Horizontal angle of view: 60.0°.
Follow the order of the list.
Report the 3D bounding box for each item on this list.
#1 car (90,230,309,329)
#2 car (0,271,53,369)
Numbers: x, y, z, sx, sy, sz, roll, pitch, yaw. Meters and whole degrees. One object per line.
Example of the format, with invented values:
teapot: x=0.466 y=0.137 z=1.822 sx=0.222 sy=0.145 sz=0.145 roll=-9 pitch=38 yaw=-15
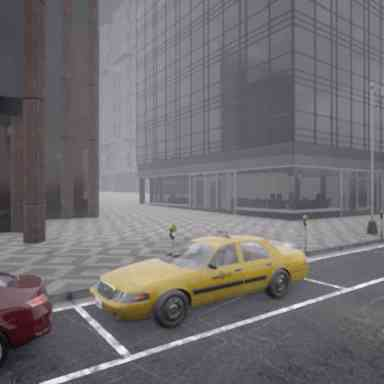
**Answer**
car: x=0.415 y=1.517 z=6.915 sx=4.829 sy=1.417 sz=1.752 roll=0 pitch=0 yaw=-35
car: x=-3.893 y=1.584 z=3.883 sx=4.206 sy=1.307 sz=1.802 roll=0 pitch=0 yaw=-35
